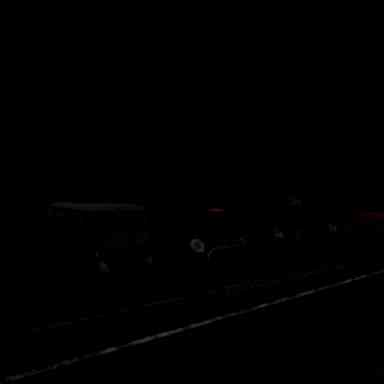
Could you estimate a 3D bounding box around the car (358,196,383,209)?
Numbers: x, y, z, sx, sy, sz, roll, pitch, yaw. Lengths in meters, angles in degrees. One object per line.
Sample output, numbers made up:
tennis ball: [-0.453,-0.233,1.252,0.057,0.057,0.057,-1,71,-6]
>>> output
car: [25.644,1.413,45.157,1.946,1.575,5.366,0,0,-36]

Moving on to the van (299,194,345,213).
van: [14.391,1.234,37.026,1.878,1.987,4.442,0,0,-36]

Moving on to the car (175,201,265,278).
car: [-0.293,1.346,10.338,2.185,1.767,4.553,0,0,-36]

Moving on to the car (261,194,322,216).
car: [9.927,1.212,33.725,2.435,2.045,5.566,0,0,-36]

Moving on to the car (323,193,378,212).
car: [18.992,1.201,40.138,2.435,2.045,5.566,0,0,-36]

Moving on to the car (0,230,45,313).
car: [-4.831,1.474,7.047,2.097,1.535,5.008,0,0,-36]

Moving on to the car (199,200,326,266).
car: [2.024,1.345,11.918,2.185,1.767,4.553,0,0,-36]

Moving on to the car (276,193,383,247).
car: [6.582,1.216,15.182,2.435,2.045,5.566,0,0,-36]

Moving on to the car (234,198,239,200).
car: [1.021,1.465,27.092,1.946,1.575,5.366,0,0,-36]

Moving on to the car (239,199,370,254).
car: [4.304,1.343,13.549,2.185,1.767,4.553,0,0,-36]

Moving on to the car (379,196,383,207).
car: [30.273,1.378,48.234,2.231,1.521,4.892,-1,0,-36]

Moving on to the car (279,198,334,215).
car: [12.094,1.459,35.468,1.946,1.575,5.366,0,0,-36]

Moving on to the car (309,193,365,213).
car: [16.700,1.207,38.569,2.435,2.045,5.566,0,0,-36]

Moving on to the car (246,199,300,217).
car: [7.703,1.494,32.064,2.163,1.488,4.792,0,0,-36]

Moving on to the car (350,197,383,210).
car: [23.514,1.464,43.371,2.163,1.488,4.792,0,0,-36]

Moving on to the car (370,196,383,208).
car: [28.013,1.398,46.618,2.097,1.535,5.008,0,0,-36]

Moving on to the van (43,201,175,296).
van: [-2.487,1.247,8.587,1.878,1.987,4.442,0,0,-36]

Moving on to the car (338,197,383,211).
car: [21.216,1.473,41.799,2.163,1.488,4.792,0,0,-36]
